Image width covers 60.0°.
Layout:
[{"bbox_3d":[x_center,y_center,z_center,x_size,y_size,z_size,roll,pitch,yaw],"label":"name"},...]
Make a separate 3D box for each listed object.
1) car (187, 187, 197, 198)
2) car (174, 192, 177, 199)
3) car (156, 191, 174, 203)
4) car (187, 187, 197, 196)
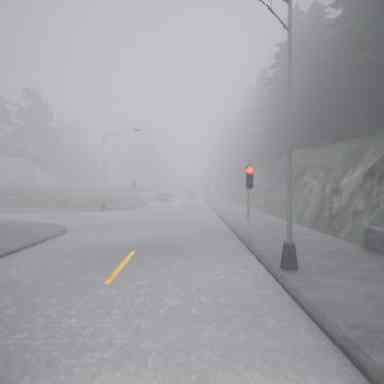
[{"bbox_3d":[-0.004,0.269,71.775,2.097,1.767,4.553,0,1,0],"label":"car"},{"bbox_3d":[-4.024,0.553,64.655,1.812,1.442,4.674,0,1,0],"label":"car"},{"bbox_3d":[-4.082,0.769,48.824,1.837,1.490,4.892,0,1,0],"label":"car"},{"bbox_3d":[-0.005,-0.122,81.867,2.150,2.045,5.566,0,1,0],"label":"car"}]
